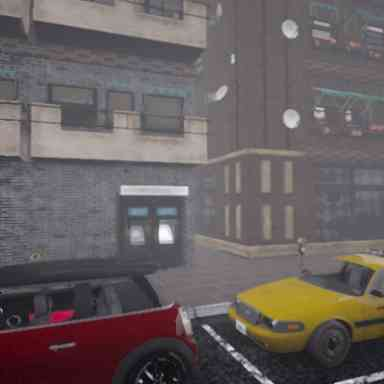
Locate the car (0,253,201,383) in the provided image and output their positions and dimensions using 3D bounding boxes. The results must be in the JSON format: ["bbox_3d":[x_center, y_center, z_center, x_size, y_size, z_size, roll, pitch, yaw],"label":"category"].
[{"bbox_3d":[-2.068,1.617,3.970,4.097,1.590,1.967,0,-1,-20],"label":"car"}]

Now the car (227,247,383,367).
[{"bbox_3d":[3.001,1.687,5.772,4.829,1.417,1.752,0,-1,-20],"label":"car"}]
